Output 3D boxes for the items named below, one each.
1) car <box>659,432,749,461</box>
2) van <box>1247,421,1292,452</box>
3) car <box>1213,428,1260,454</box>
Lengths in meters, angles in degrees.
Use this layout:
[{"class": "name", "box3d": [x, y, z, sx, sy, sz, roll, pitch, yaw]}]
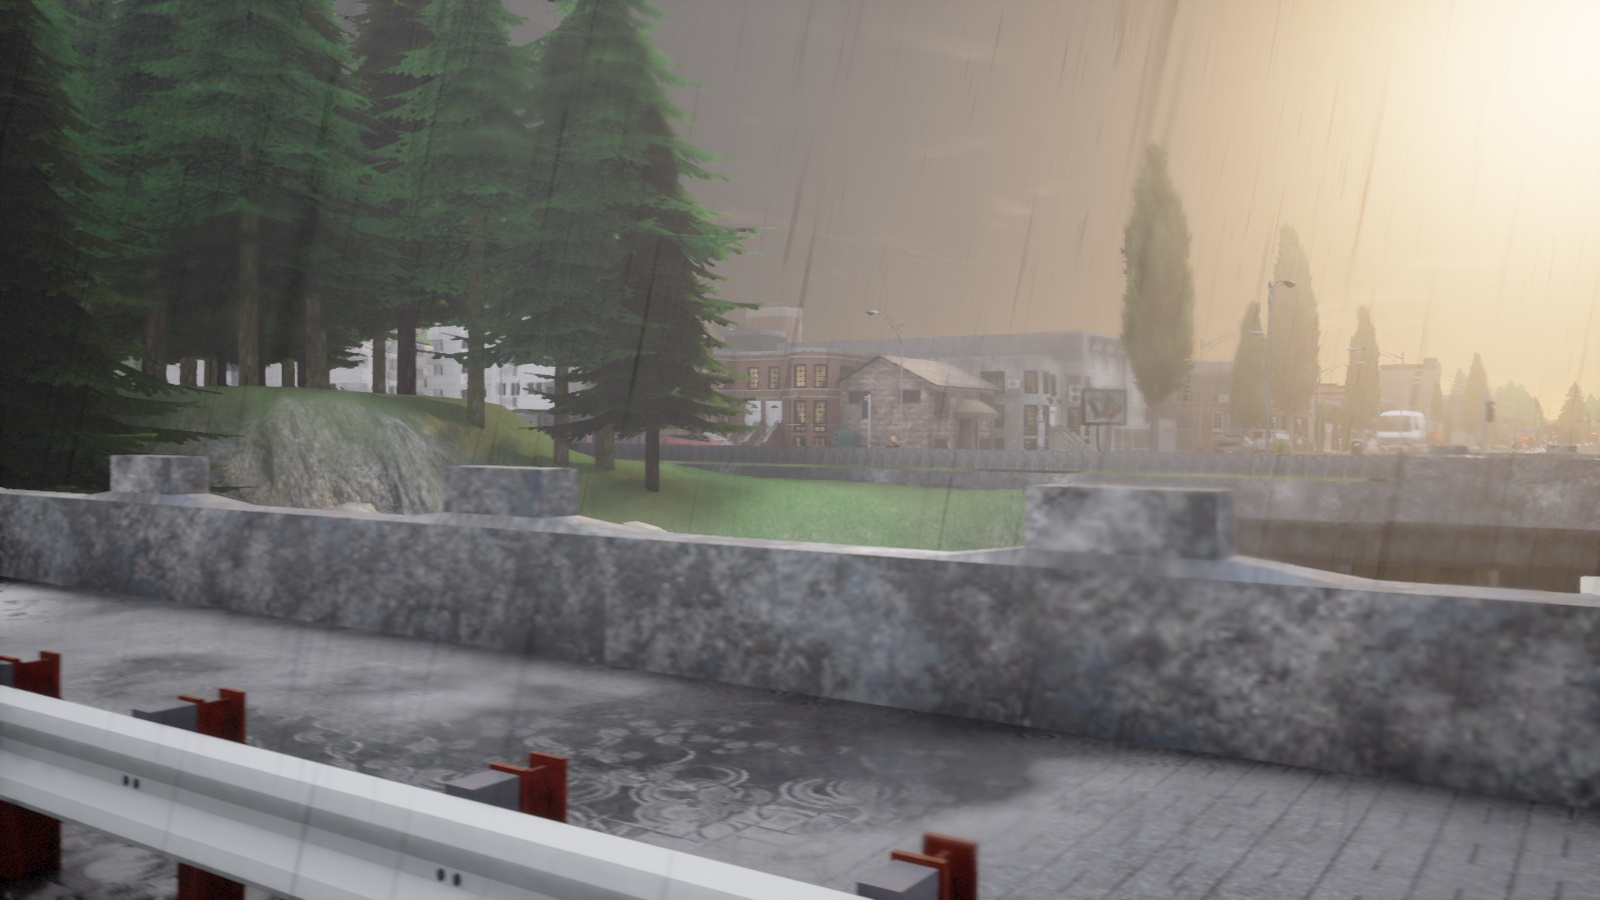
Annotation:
[{"class": "car", "box3d": [-5.133, -0.191, 67.124, 4.514, 1.525, 2.007, 0, 1, 34]}, {"class": "van", "box3d": [30.792, -0.917, 82.257, 1.775, 1.987, 4.442, 0, 1, 34]}, {"class": "car", "box3d": [26.201, -0.556, 75.356, 1.789, 1.549, 3.705, 0, 1, 34]}]
